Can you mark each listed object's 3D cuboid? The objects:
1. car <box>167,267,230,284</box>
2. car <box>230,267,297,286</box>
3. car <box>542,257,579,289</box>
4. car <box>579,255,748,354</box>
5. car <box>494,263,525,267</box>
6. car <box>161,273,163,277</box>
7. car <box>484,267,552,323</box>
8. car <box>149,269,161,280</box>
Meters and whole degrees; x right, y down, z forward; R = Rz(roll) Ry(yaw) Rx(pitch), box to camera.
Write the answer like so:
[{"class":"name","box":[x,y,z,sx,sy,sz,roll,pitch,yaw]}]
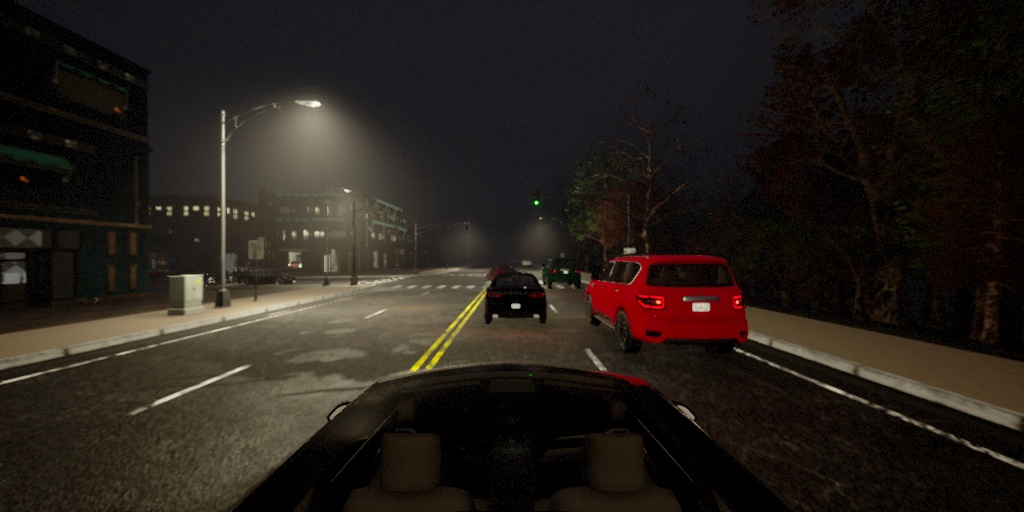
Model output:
[{"class":"car","box":[-27.557,1.755,31.998,4.892,1.490,1.837,-1,0,0]},{"class":"car","box":[-19.943,1.739,29.275,4.313,1.339,1.948,0,0,0]},{"class":"car","box":[3.354,1.117,24.980,2.150,2.045,5.566,0,0,0]},{"class":"car","box":[3.361,1.016,9.020,2.150,2.045,5.566,0,0,0]},{"class":"car","box":[-0.722,1.428,26.255,1.812,1.442,4.674,0,0,-13]},{"class":"car","box":[-33.810,1.883,37.796,4.207,1.307,1.802,0,0,0]},{"class":"car","box":[0.101,1.295,12.504,1.882,1.535,5.008,0,-1,0]},{"class":"car","box":[-39.344,1.946,37.804,4.207,1.307,1.802,0,0,0]}]
